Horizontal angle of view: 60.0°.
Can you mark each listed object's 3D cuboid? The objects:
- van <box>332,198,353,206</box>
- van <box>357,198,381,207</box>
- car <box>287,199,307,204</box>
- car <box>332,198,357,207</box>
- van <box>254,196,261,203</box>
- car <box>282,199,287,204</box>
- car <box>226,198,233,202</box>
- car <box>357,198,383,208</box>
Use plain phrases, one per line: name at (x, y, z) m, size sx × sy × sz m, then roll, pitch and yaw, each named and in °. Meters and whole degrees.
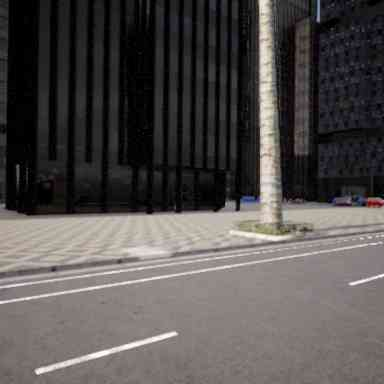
van at (32.920, 2.137, 72.897) m, size 1.690 × 1.788 × 3.998 m, roll 1°, pitch -1°, yaw -35°
van at (36.217, 2.139, 68.276) m, size 1.690 × 1.788 × 3.998 m, roll 1°, pitch -1°, yaw -35°
car at (26.323, 2.376, 82.139) m, size 1.802 × 1.307 × 4.206 m, roll 1°, pitch -1°, yaw -35°
car at (29.276, 2.255, 63.322) m, size 1.802 × 1.307 × 4.206 m, roll 1°, pitch -1°, yaw -35°
van at (19.732, 2.135, 91.386) m, size 1.690 × 1.788 × 3.998 m, roll 1°, pitch -1°, yaw -35°
car at (23.026, 2.376, 86.761) m, size 1.802 × 1.307 × 4.206 m, roll 1°, pitch -1°, yaw -35°
car at (9.494, 2.220, 91.054) m, size 2.008 × 1.369 × 4.403 m, roll 1°, pitch -1°, yaw -35°
car at (32.576, 1.991, 58.702) m, size 2.192 × 1.841 × 5.009 m, roll 1°, pitch -1°, yaw -35°
